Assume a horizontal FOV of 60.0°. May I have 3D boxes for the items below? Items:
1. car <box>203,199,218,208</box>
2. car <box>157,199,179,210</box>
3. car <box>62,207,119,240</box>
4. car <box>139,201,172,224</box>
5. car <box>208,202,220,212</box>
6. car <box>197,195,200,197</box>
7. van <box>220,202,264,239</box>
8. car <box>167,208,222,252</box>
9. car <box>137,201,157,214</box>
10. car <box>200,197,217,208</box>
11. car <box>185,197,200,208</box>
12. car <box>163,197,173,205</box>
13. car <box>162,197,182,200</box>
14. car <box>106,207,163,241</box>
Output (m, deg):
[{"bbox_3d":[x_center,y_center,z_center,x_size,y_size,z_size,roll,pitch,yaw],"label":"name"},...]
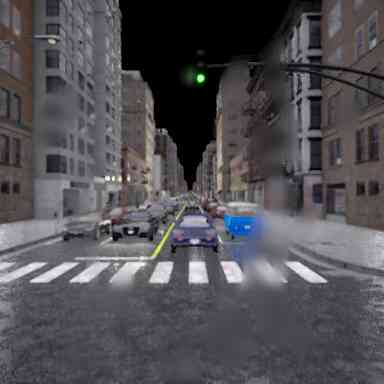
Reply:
[{"bbox_3d":[2.625,1.857,40.342,1.802,1.307,4.206,0,0,0],"label":"car"},{"bbox_3d":[-2.845,1.830,36.284,1.994,1.385,4.181,0,0,1],"label":"car"},{"bbox_3d":[-5.394,1.693,17.607,2.008,1.369,4.403,0,0,0],"label":"car"},{"bbox_3d":[-2.859,1.701,26.357,1.837,1.490,4.892,0,0,0],"label":"car"},{"bbox_3d":[2.628,1.778,28.979,1.802,1.307,4.206,0,0,0],"label":"car"},{"bbox_3d":[2.726,2.015,80.464,1.882,1.535,5.008,0,0,0],"label":"car"},{"bbox_3d":[2.630,1.456,17.619,1.690,1.788,3.998,0,0,0],"label":"van"},{"bbox_3d":[0.095,1.624,14.266,1.812,1.442,4.674,0,0,0],"label":"car"},{"bbox_3d":[-5.400,1.827,40.164,1.752,1.417,4.829,0,0,0],"label":"car"},{"bbox_3d":[2.623,1.627,46.025,2.192,1.841,5.009,0,0,0],"label":"car"},{"bbox_3d":[0.037,1.877,47.369,2.033,1.411,5.357,0,0,0],"label":"car"},{"bbox_3d":[-5.410,1.966,74.424,1.967,1.590,4.097,0,0,0],"label":"car"},{"bbox_3d":[-2.809,1.837,46.254,1.837,1.490,4.892,0,0,1],"label":"car"},{"bbox_3d":[-2.856,1.697,17.503,1.994,1.385,4.181,0,0,0],"label":"car"}]
